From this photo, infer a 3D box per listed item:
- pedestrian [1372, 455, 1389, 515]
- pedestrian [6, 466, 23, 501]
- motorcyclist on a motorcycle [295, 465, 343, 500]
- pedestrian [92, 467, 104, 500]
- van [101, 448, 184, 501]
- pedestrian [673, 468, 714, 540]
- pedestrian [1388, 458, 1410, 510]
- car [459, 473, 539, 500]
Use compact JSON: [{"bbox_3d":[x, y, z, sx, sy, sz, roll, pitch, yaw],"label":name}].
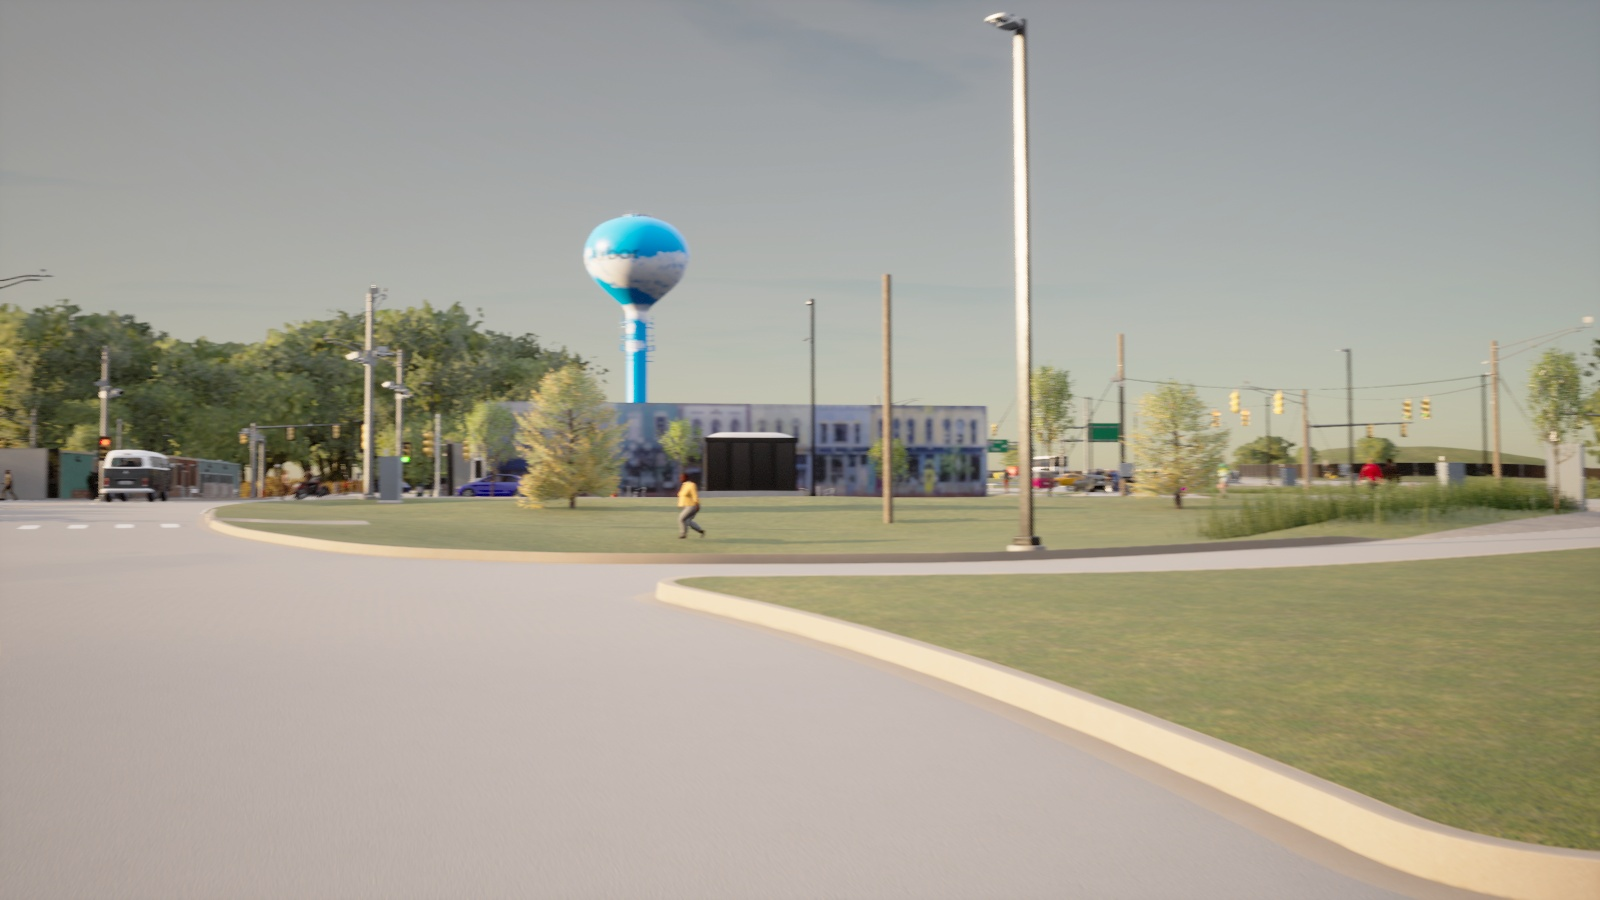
[{"bbox_3d":[18.082,1.102,39.146,0.331,1.846,0.636,-1,-3,14],"label":"pedestrian"},{"bbox_3d":[-44.515,1.895,71.180,0.692,1.930,0.396,1,-3,-23],"label":"pedestrian"},{"bbox_3d":[-22.799,1.559,59.533,0.766,1.649,2.350,0,-2,18],"label":"motorcyclist on a motorcycle"},{"bbox_3d":[-42.348,2.023,75.736,0.395,1.930,0.692,0,-2,-11],"label":"pedestrian"},{"bbox_3d":[-26.326,1.018,50.432,2.069,2.038,4.480,0,-2,-16],"label":"van"},{"bbox_3d":[-2.785,1.419,32.865,0.900,1.855,0.874,1,-3,-16],"label":"pedestrian"},{"bbox_3d":[21.262,1.207,44.583,0.431,1.840,0.703,0,-2,2],"label":"pedestrian"},{"bbox_3d":[-16.657,2.042,69.614,4.193,1.474,1.816,1,-3,-10],"label":"car"}]
